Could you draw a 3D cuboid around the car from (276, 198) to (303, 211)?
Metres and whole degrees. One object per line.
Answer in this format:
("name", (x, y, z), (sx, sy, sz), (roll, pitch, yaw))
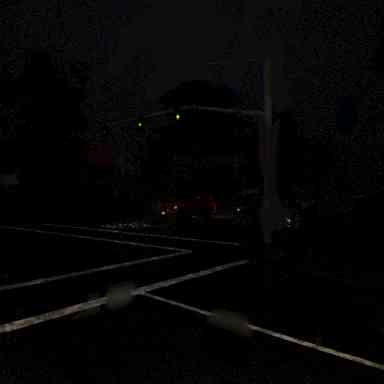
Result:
("car", (12.272, 1.526, 41.512), (1.812, 1.442, 4.674), (0, 0, 41))

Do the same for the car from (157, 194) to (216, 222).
("car", (-0.337, 1.221, 27.008), (2.150, 2.045, 5.566), (0, 0, 41))

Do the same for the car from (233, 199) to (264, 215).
("car", (6.173, 1.491, 34.493), (2.128, 1.511, 4.902), (0, 0, 41))

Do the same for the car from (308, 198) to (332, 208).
("car", (18.905, 1.601, 49.120), (1.895, 1.301, 4.718), (0, 0, 41))
